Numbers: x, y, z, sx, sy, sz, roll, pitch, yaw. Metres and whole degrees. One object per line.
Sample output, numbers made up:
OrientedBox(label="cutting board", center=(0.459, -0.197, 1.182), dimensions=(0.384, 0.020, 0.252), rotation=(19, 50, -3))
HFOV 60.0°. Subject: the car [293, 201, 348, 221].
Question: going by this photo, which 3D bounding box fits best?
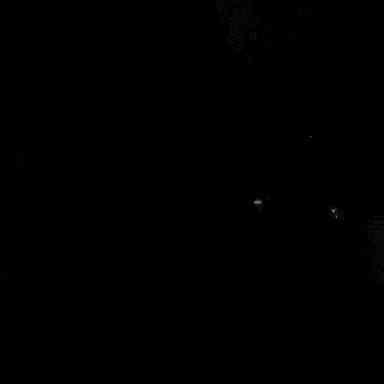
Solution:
OrientedBox(label="car", center=(11.237, 1.563, 29.306), dimensions=(2.097, 1.767, 4.553), rotation=(1, -1, -36))
